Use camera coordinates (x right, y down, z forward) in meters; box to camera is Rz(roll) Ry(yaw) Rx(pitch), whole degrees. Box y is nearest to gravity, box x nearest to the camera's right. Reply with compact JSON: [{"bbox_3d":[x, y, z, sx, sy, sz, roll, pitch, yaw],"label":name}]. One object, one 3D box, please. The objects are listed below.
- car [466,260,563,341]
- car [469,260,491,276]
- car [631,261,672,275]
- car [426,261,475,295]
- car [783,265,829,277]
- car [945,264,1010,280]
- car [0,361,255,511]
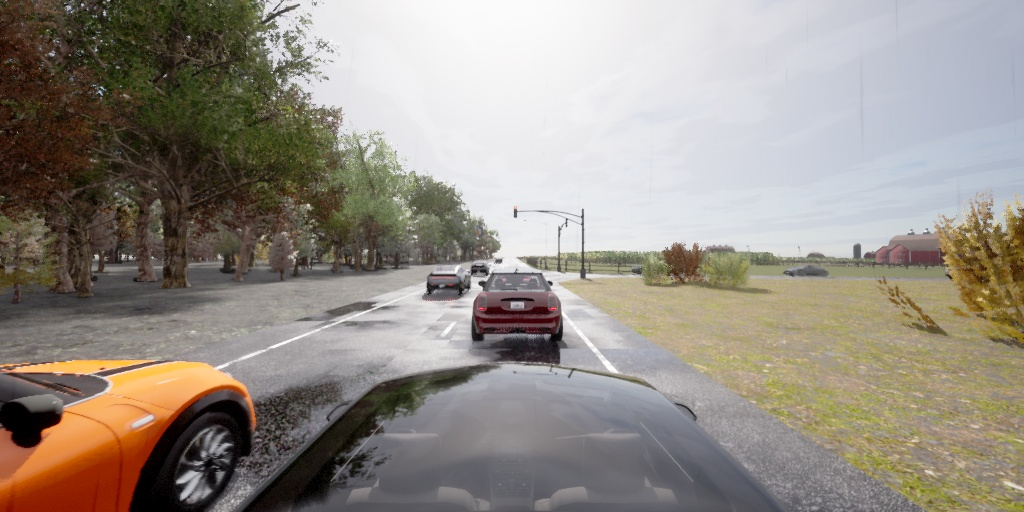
[{"bbox_3d":[0.110,1.104,10.017,2.097,1.767,4.553,0,0,0],"label":"car"},{"bbox_3d":[-3.336,1.263,38.295,1.837,1.490,4.892,0,0,0],"label":"car"},{"bbox_3d":[16.184,1.337,41.515,4.553,1.767,2.097,1,-1,2],"label":"car"},{"bbox_3d":[-3.368,1.246,19.711,2.128,1.511,4.902,0,0,0],"label":"car"},{"bbox_3d":[33.777,1.739,41.303,4.181,1.385,1.994,1,-1,0],"label":"car"},{"bbox_3d":[48.571,1.768,37.579,4.902,1.511,2.128,1,-1,1],"label":"car"},{"bbox_3d":[-3.400,1.103,1.388,2.097,1.767,4.553,0,0,0],"label":"car"}]
